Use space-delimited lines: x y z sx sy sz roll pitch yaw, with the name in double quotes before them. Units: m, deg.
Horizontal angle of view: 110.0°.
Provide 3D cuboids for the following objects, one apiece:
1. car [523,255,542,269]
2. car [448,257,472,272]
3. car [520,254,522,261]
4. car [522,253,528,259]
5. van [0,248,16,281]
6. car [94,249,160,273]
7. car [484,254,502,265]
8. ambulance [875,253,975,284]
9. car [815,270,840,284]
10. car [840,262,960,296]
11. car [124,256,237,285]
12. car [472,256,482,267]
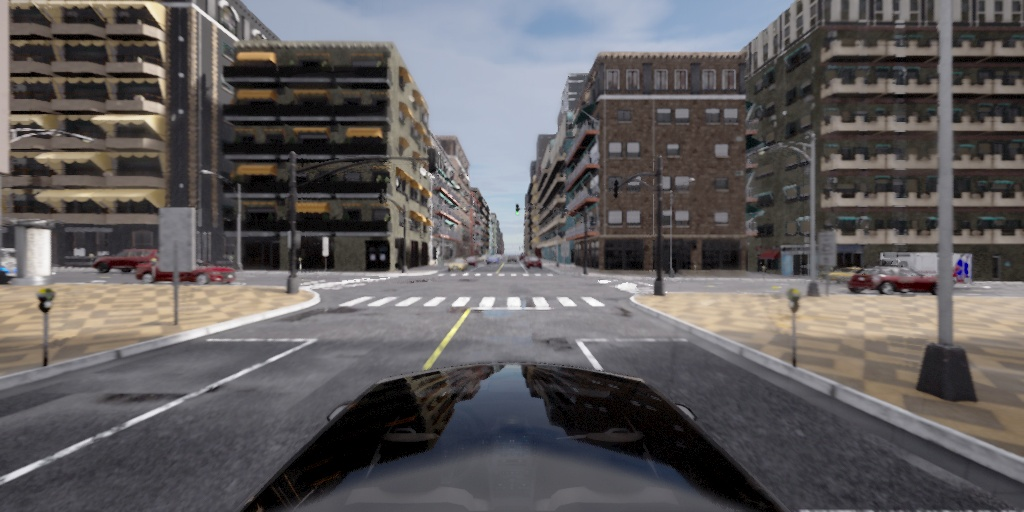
"car" 2.708 0.836 43.743 1.888 1.381 4.507 0 0 0
"car" -5.675 0.877 38.067 1.751 1.417 4.829 0 0 0
"car" 2.714 0.694 60.313 1.802 1.307 4.207 0 0 0
"car" 2.710 0.671 49.266 1.967 1.591 4.097 0 0 0
"van" -28.568 0.440 19.014 3.998 1.789 1.690 0 0 0
"car" -28.636 0.402 27.395 5.009 1.841 2.192 0 0 0
"car" -3.010 0.671 57.273 1.812 1.442 4.674 0 1 1
"ambulance" 27.943 0.998 25.117 6.366 2.431 2.351 1 0 0
"car" 26.257 1.464 27.765 4.829 1.417 1.751 0 0 0
"car" 20.842 1.303 19.410 4.097 1.591 1.967 0 0 0
"car" -17.256 0.819 19.097 4.507 1.381 1.888 0 0 0
"car" -5.671 0.777 49.283 1.888 1.381 4.507 0 0 0
